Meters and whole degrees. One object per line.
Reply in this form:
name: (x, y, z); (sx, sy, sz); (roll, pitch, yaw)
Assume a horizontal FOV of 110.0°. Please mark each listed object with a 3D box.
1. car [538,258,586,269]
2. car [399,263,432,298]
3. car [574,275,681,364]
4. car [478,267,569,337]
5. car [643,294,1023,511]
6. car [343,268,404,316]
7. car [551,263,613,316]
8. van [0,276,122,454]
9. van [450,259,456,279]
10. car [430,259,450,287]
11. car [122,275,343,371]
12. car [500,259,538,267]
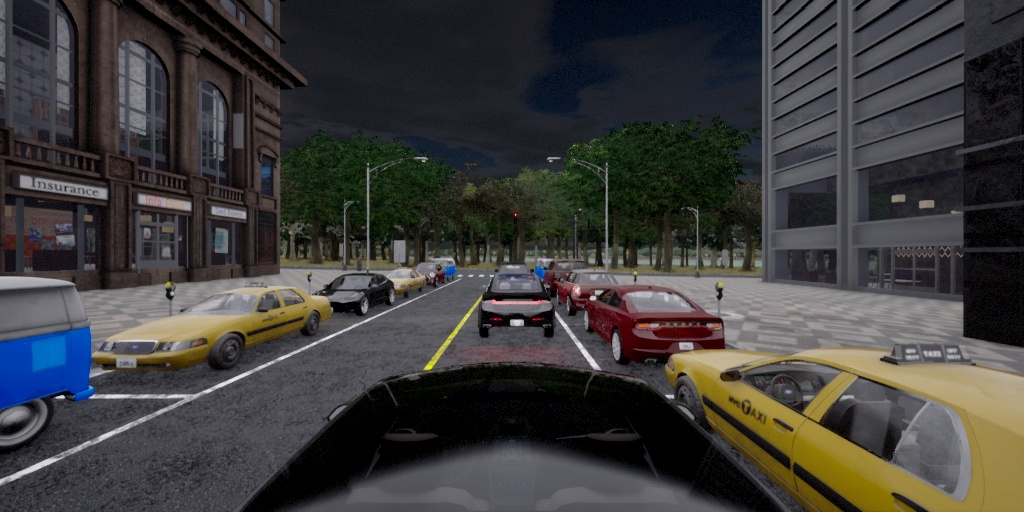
car: (2.788, 1.064, 18.795); (2.192, 1.841, 5.009); (0, 0, 0)
car: (-5.737, 1.275, 18.639); (1.751, 1.417, 4.829); (0, 0, 0)
car: (2.771, 1.294, 7.921); (1.888, 1.381, 4.507); (0, 0, 0)
car: (0.113, 1.241, 10.235); (2.128, 1.511, 4.902); (0, 0, 0)
car: (2.763, 1.275, 2.653); (1.751, 1.417, 4.829); (0, 0, 0)
car: (-5.745, 1.315, 13.371); (1.948, 1.339, 4.313); (0, 0, 0)
car: (2.780, 1.189, 13.358); (1.967, 1.591, 4.097); (0, 0, 0)
van: (-5.762, 1.091, 2.496); (1.690, 1.789, 3.998); (0, 0, 0)
van: (-5.720, 1.092, 29.684); (1.690, 1.789, 3.998); (0, 0, 0)
car: (-5.728, 1.190, 24.246); (1.967, 1.591, 4.097); (0, 0, 0)
car: (-5.754, 1.275, 7.764); (1.751, 1.417, 4.829); (0, 0, 0)
car: (0.128, 1.102, 19.200); (2.097, 1.767, 4.553); (0, 0, 1)
